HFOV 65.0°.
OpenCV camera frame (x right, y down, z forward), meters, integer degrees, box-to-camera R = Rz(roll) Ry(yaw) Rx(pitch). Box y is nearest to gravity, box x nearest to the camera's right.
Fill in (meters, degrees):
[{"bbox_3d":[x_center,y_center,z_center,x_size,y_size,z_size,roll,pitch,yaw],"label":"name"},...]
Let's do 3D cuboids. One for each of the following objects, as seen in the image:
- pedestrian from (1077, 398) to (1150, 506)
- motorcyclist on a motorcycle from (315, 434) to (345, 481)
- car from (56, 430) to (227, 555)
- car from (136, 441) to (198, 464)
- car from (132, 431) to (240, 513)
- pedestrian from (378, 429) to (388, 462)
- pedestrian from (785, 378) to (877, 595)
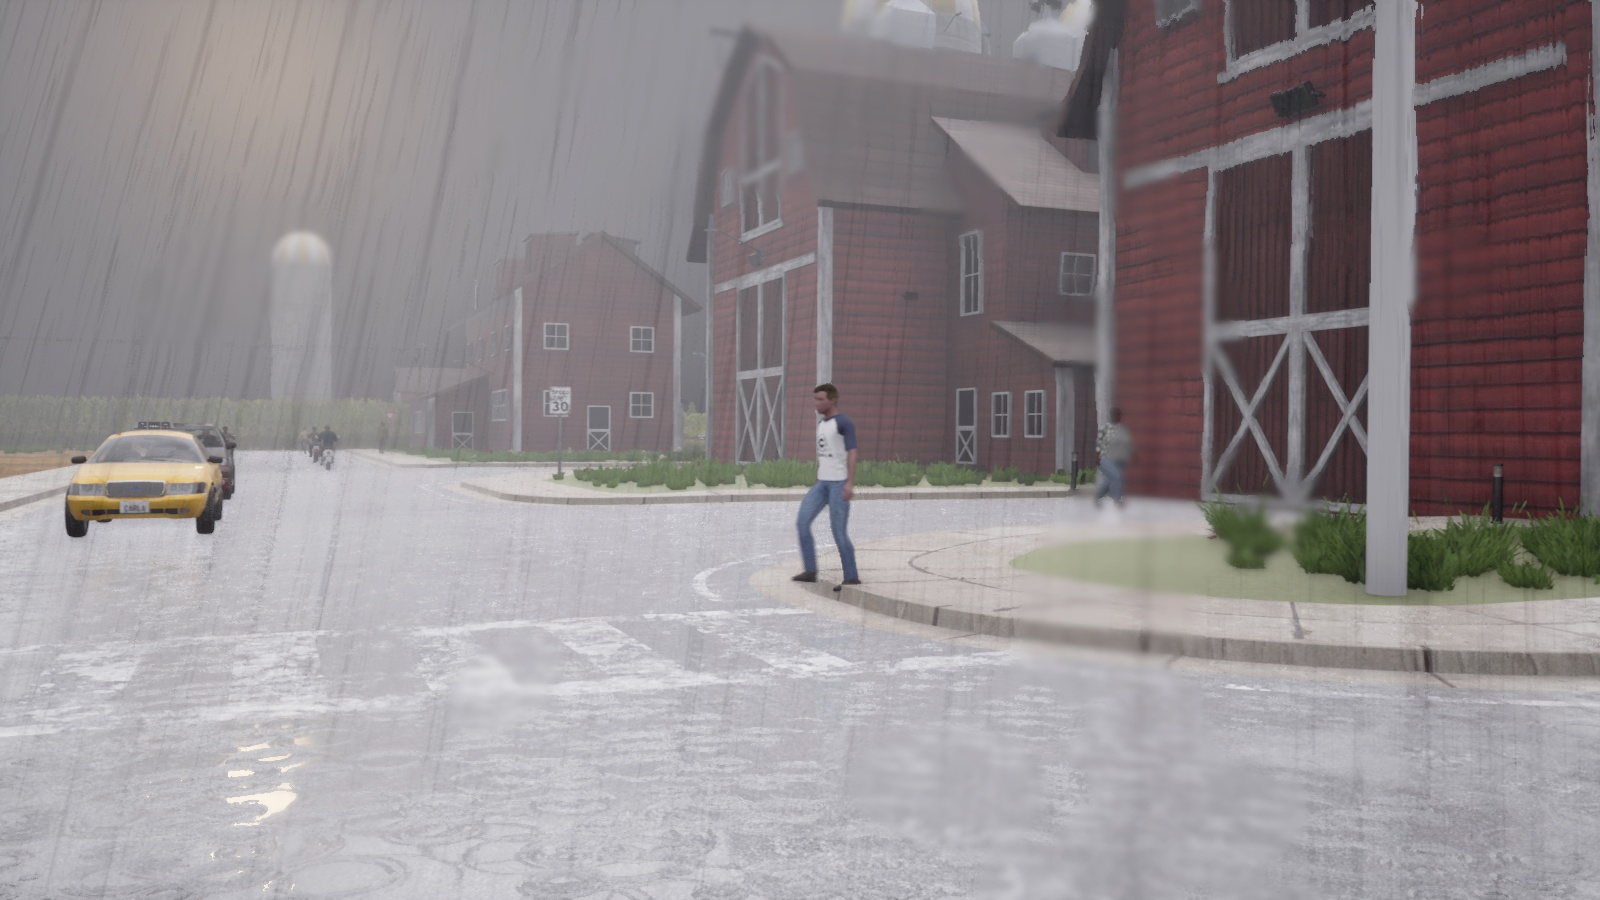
[{"bbox_3d":[5.515,0.030,22.109,0.874,1.855,0.900,-1,1,-22],"label":"pedestrian"},{"bbox_3d":[-16.498,0.250,44.063,0.866,1.590,1.817,-2,0,-23],"label":"motorcyclist on a motorcycle"},{"bbox_3d":[-9.666,0.519,18.801,1.801,1.575,5.366,-1,1,-23],"label":"car"},{"bbox_3d":[-43.501,0.134,86.334,3.633,1.501,1.845,-1,1,-22],"label":"car"},{"bbox_3d":[-13.198,0.414,27.199,1.851,1.617,3.988,-1,1,-23],"label":"car"},{"bbox_3d":[-23.040,-0.245,69.452,0.431,1.840,0.709,-1,1,-24],"label":"pedestrian"},{"bbox_3d":[0.274,0.303,10.954,0.706,1.836,0.354,-1,1,-31],"label":"pedestrian"}]
